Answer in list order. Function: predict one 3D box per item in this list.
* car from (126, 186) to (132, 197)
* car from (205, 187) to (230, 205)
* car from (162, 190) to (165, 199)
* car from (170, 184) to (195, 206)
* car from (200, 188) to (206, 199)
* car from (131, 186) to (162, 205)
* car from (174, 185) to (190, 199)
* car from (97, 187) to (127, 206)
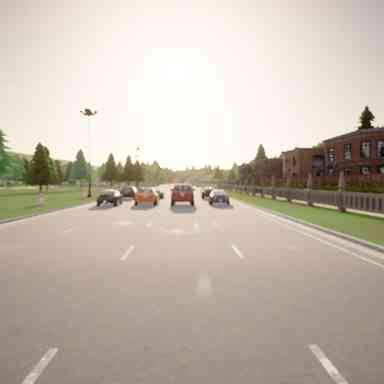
[{"bbox_3d":[-8.309,0.014,44.520,2.097,1.767,4.553,0,2,-1],"label":"car"},{"bbox_3d":[2.590,0.509,32.619,1.812,1.442,4.674,0,2,-1],"label":"car"},{"bbox_3d":[-4.825,0.190,45.267,1.994,1.385,4.181,0,2,-1],"label":"car"},{"bbox_3d":[-0.895,0.241,31.917,2.150,2.045,5.566,0,2,-1],"label":"car"},{"bbox_3d":[2.196,0.133,44.304,1.837,1.490,4.892,0,2,-1],"label":"car"},{"bbox_3d":[-4.428,0.343,33.301,2.097,1.767,4.553,0,2,-1],"label":"car"},{"bbox_3d":[-1.317,-0.029,44.979,2.097,1.767,4.553,0,2,-1],"label":"car"},{"bbox_3d":[-7.908,0.540,32.367,1.837,1.490,4.892,0,2,-1],"label":"car"}]
